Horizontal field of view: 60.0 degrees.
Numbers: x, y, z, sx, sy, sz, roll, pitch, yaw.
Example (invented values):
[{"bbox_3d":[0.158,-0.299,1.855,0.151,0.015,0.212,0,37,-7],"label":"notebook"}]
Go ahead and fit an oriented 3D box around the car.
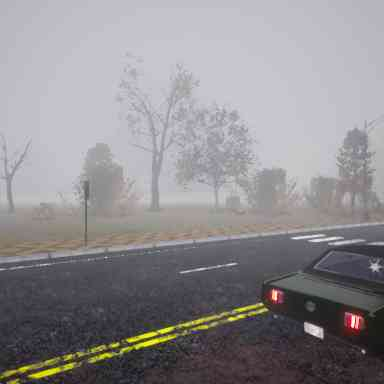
[{"bbox_3d":[3.494,1.600,5.795,4.718,1.301,1.895,0,0,-35],"label":"car"}]
